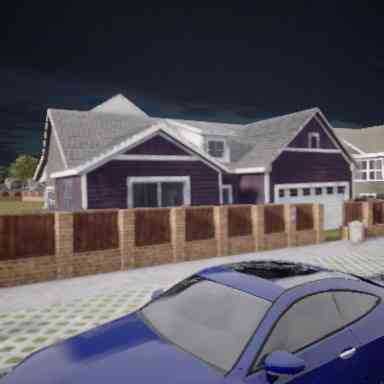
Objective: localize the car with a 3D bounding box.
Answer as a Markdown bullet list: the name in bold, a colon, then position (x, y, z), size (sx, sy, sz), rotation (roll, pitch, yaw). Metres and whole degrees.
- **car**: position (0.583, 1.506, 3.332), size (4.674, 1.442, 1.812), rotation (0, 0, -34)
